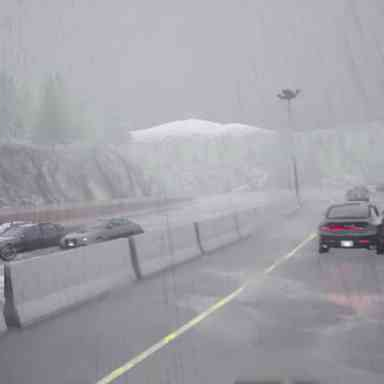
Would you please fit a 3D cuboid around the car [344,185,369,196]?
[{"bbox_3d":[15.921,0.375,32.267,2.033,1.411,5.357,-5,0,21],"label":"car"}]

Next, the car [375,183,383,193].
[{"bbox_3d":[28.598,-0.659,49.294,2.128,1.511,4.902,-5,0,14],"label":"car"}]

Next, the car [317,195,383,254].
[{"bbox_3d":[5.552,1.097,11.429,1.837,1.490,4.892,-4,0,30],"label":"car"}]

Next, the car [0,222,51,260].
[{"bbox_3d":[-7.938,2.298,16.463,2.033,1.411,5.357,-5,0,32],"label":"car"}]

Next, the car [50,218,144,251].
[{"bbox_3d":[-4.195,1.998,16.004,1.994,1.385,4.181,-5,0,31],"label":"car"}]
